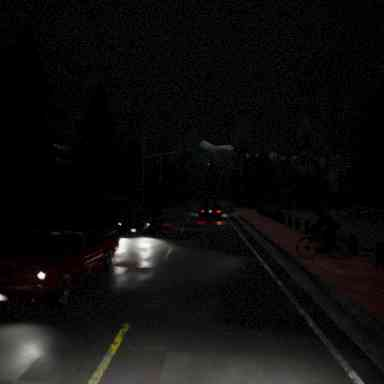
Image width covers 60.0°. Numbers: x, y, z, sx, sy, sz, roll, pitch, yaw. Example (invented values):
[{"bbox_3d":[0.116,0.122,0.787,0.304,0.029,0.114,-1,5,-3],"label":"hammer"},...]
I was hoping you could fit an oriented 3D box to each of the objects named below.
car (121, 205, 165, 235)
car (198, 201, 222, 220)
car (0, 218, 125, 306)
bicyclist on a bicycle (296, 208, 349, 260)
[{"bbox_3d":[-2.660,1.453,18.614,2.033,1.411,5.357,1,0,3],"label":"car"},{"bbox_3d":[1.496,1.480,27.245,2.033,1.411,5.357,1,0,3],"label":"car"},{"bbox_3d":[-3.248,1.532,8.014,1.895,1.301,4.718,1,0,3],"label":"car"},{"bbox_3d":[4.111,1.321,10.430,1.656,1.620,0.582,2,0,3],"label":"bicyclist on a bicycle"}]
